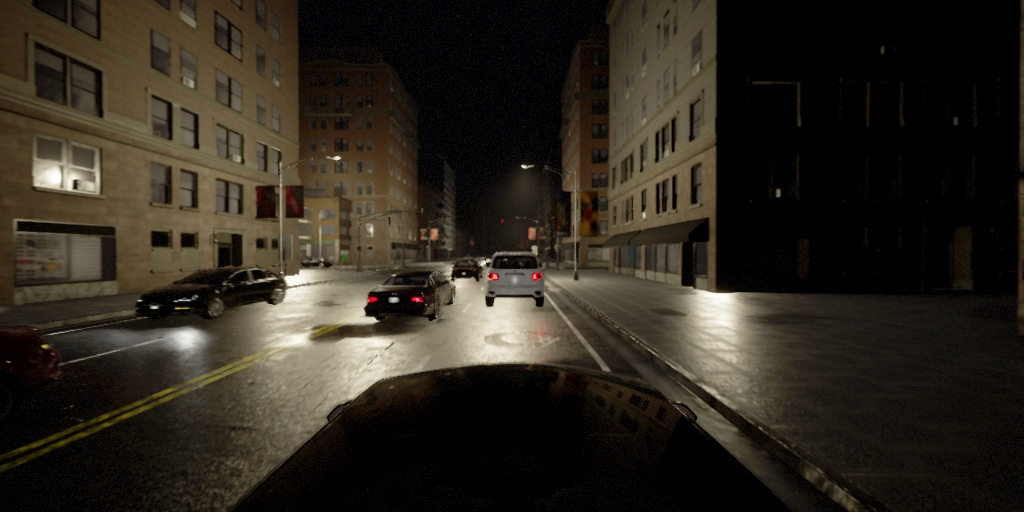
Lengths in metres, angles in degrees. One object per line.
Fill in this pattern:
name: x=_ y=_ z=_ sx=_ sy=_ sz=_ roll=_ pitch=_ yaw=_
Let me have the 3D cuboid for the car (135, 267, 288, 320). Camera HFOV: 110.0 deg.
car: x=-9.849 y=1.155 z=12.299 sx=1.837 sy=1.490 sz=4.892 roll=0 pitch=0 yaw=0

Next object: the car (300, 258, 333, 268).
car: x=-25.391 y=0.892 z=46.201 sx=4.313 sy=1.339 sz=1.948 roll=0 pitch=0 yaw=0

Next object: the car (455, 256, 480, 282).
car: x=-3.159 y=0.985 z=26.082 sx=1.882 sy=1.535 sz=5.008 roll=0 pitch=1 yaw=0

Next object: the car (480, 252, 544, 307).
car: x=0.095 y=0.841 z=14.836 sx=2.150 sy=2.045 sz=5.566 roll=0 pitch=1 yaw=0

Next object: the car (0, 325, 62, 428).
car: x=-6.600 y=1.270 z=2.550 sx=1.812 sy=1.442 sz=4.674 roll=0 pitch=1 yaw=0

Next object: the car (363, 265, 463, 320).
car: x=-3.153 y=1.195 z=12.101 sx=2.033 sy=1.411 sz=5.357 roll=0 pitch=1 yaw=0
